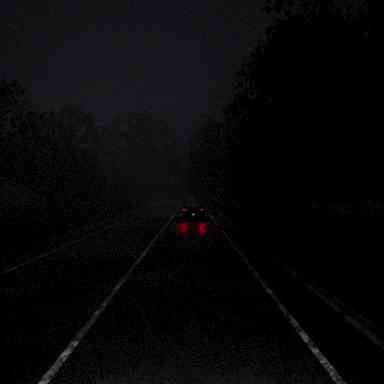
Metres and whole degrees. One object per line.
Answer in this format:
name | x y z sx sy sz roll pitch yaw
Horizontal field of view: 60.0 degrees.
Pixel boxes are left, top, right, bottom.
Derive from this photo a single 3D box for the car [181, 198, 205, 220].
car | 0.099 1.491 27.516 1.812 1.442 4.674 0 0 0
